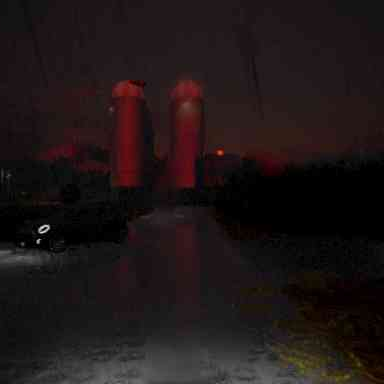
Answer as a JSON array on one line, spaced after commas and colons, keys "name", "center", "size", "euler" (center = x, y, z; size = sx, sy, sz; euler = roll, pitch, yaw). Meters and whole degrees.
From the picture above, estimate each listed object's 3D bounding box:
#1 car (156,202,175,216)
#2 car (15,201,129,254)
[{"name": "car", "center": [-3.022, 1.939, 38.549], "size": [1.837, 1.490, 4.892], "euler": [0, 2, 0]}, {"name": "car", "center": [-4.895, 1.401, 14.116], "size": [2.097, 1.767, 4.553], "euler": [0, -2, 37]}]
